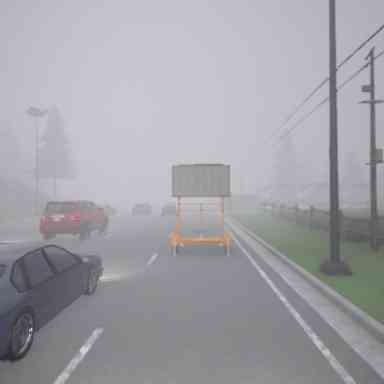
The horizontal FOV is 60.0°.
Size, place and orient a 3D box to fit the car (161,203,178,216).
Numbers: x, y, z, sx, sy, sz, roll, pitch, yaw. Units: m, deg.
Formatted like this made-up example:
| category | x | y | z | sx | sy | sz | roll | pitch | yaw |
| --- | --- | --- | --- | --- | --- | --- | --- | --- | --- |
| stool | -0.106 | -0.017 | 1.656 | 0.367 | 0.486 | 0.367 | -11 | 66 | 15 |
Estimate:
| category | x | y | z | sx | sy | sz | roll | pitch | yaw |
| --- | --- | --- | --- | --- | --- | --- | --- | --- | --- |
| car | -2.453 | 1.982 | 38.846 | 1.812 | 1.442 | 4.674 | 0 | -1 | 1 |

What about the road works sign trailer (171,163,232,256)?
| category | x | y | z | sx | sy | sz | roll | pitch | yaw |
| --- | --- | --- | --- | --- | --- | --- | --- | --- | --- |
| road works sign trailer | 0.371 | 0.620 | 13.784 | 2.380 | 3.560 | 2.880 | 0 | -1 | 1 |

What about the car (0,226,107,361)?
| category | x | y | z | sx | sy | sz | roll | pitch | yaw |
| --- | --- | --- | --- | --- | --- | --- | --- | --- | --- |
| car | -3.207 | 1.635 | 5.993 | 2.033 | 1.411 | 5.357 | 0 | -1 | 1 |

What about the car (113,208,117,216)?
| category | x | y | z | sx | sy | sz | roll | pitch | yaw |
| --- | --- | --- | --- | --- | --- | --- | --- | --- | --- |
| car | -9.528 | 2.006 | 35.630 | 2.033 | 1.411 | 5.357 | 0 | -1 | 1 |

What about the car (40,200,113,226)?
| category | x | y | z | sx | sy | sz | roll | pitch | yaw |
| --- | --- | --- | --- | --- | --- | --- | --- | --- | --- |
| car | -6.413 | 1.469 | 18.673 | 2.150 | 2.045 | 5.566 | 0 | -1 | 1 |

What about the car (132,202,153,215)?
| category | x | y | z | sx | sy | sz | roll | pitch | yaw |
| --- | --- | --- | --- | --- | --- | --- | --- | --- | --- |
| car | -5.923 | 1.981 | 40.187 | 2.128 | 1.511 | 4.902 | 0 | -1 | 1 |
